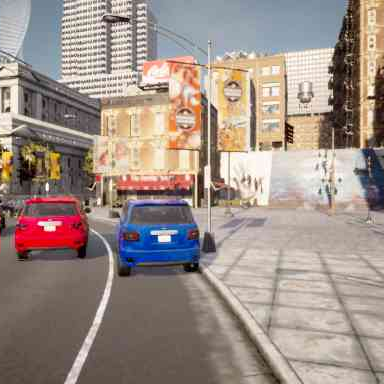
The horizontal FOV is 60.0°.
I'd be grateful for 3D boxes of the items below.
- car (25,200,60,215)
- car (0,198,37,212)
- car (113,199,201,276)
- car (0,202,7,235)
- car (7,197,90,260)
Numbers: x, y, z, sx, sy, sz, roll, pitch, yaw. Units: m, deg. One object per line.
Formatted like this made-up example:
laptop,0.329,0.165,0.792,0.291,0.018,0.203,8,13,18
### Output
car,-15.682,1.577,34.738,1.895,1.301,4.718,0,0,-43
car,-20.128,1.497,38.354,4.674,1.452,2.002,0,0,37
car,-1.297,1.218,10.621,2.150,2.045,5.566,0,0,-14
car,-11.267,1.479,18.104,2.128,1.511,4.902,0,0,-27
car,-5.158,1.215,12.762,2.150,2.045,5.566,0,0,-17
